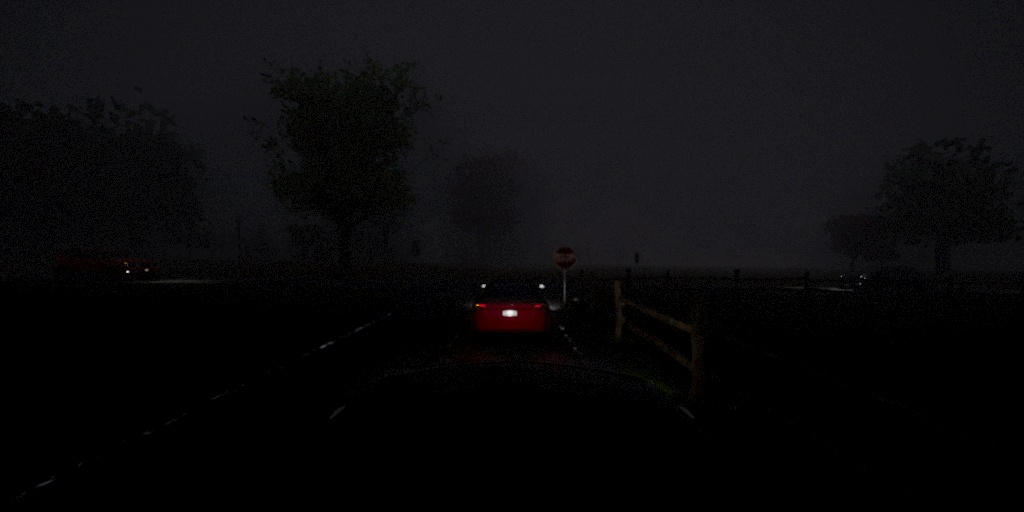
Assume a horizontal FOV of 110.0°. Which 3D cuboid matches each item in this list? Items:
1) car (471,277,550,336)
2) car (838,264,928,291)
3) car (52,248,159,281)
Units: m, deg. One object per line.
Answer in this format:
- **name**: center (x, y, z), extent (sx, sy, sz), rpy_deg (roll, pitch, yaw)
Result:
- **car**: center (0.013, 1.291, 10.308), extent (1.994, 1.385, 4.181), rpy_deg (0, 0, 2)
- **car**: center (25.374, 1.436, 24.669), extent (4.553, 1.767, 2.097), rpy_deg (1, 0, 2)
- **car**: center (-26.940, 0.521, 23.849), extent (5.566, 2.045, 2.150), rpy_deg (1, 0, 2)
